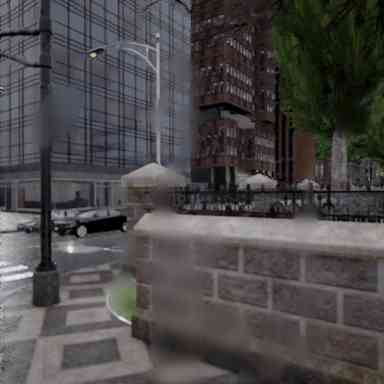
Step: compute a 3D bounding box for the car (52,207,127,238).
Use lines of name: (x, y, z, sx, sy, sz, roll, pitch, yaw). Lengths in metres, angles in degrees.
car: (-5.520, 1.649, 19.151, 1.882, 1.535, 5.008, 0, -1, 36)

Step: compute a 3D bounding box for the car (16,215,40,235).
car: (-8.179, 1.732, 20.026, 2.008, 1.369, 4.403, -1, -1, 36)
